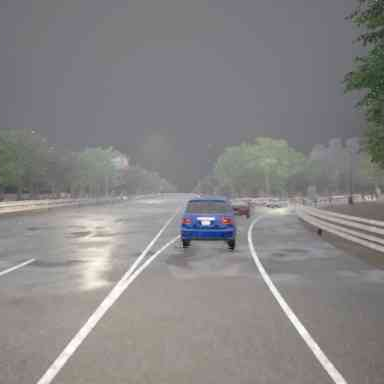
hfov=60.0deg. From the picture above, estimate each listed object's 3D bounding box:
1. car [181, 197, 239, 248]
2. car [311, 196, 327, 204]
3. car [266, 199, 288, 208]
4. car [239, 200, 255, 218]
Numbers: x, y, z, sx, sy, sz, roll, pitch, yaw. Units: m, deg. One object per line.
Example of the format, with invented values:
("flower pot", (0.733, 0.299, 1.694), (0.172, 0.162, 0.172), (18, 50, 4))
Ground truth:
("car", (0.898, 1.244, 14.945), (2.150, 2.045, 5.566), (0, 0, 8))
("car", (23.313, 1.442, 61.478), (1.882, 1.535, 5.008), (0, 0, 43))
("car", (11.916, 1.596, 46.416), (1.895, 1.301, 4.718), (0, 0, 31))
("car", (4.474, 1.500, 29.931), (1.882, 1.535, 5.008), (0, 0, 18))
